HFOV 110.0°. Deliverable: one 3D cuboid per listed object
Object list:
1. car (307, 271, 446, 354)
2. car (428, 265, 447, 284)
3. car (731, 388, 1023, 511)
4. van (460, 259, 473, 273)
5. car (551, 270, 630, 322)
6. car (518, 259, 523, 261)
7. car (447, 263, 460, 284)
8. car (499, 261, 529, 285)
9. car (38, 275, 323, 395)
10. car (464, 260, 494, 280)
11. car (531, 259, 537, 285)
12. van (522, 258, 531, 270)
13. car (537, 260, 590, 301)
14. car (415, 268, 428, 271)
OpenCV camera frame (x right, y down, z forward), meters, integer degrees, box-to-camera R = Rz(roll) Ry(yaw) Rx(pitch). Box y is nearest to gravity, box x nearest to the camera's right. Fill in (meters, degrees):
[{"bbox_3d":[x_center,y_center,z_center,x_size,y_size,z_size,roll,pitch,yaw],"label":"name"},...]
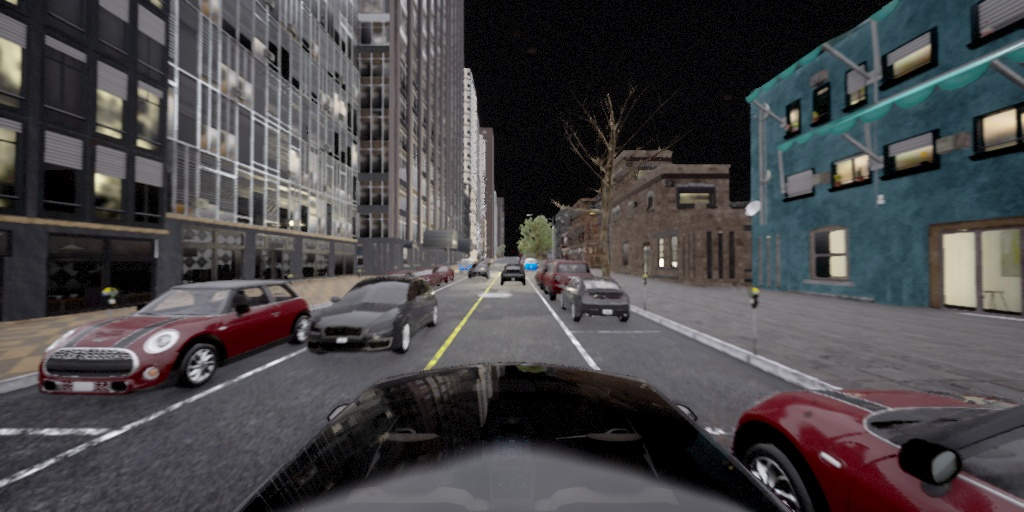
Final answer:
[{"bbox_3d":[-3.098,1.291,8.959,1.837,1.490,4.892,0,0,0],"label":"car"},{"bbox_3d":[-5.707,1.433,23.389,1.802,1.307,4.207,0,0,0],"label":"car"},{"bbox_3d":[2.692,1.186,1.210,1.967,1.591,4.097,0,0,0],"label":"car"},{"bbox_3d":[-5.726,1.275,45.575,1.690,1.789,3.998,0,0,0],"label":"van"},{"bbox_3d":[2.683,1.350,12.302,2.007,1.370,4.403,0,0,0],"label":"car"},{"bbox_3d":[0.062,1.475,44.286,2.033,1.411,5.357,0,0,0],"label":"car"},{"bbox_3d":[-5.712,1.418,28.935,1.888,1.381,4.507,0,0,0],"label":"car"},{"bbox_3d":[0.076,1.370,27.309,1.837,1.490,4.892,0,0,0],"label":"car"},{"bbox_3d":[-5.693,1.216,6.748,1.967,1.591,4.097,0,0,0],"label":"car"},{"bbox_3d":[-3.060,1.399,34.041,1.837,1.490,4.892,0,-1,0],"label":"car"},{"bbox_3d":[2.674,1.163,23.397,2.192,1.841,5.009,0,0,0],"label":"car"},{"bbox_3d":[2.649,1.290,51.130,1.690,1.789,3.998,0,0,0],"label":"van"},{"bbox_3d":[2.679,1.139,17.848,2.192,1.841,5.009,0,0,0],"label":"car"},{"bbox_3d":[-5.703,1.409,17.840,1.802,1.307,4.207,0,0,0],"label":"car"}]
